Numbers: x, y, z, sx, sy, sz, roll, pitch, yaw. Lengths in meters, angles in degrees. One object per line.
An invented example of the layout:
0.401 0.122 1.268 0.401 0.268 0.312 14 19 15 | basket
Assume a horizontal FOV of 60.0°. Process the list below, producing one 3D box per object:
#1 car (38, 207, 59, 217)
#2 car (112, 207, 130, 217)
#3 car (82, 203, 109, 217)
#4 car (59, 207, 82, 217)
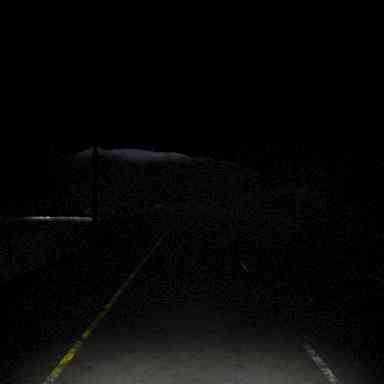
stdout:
-21.037 2.966 49.103 1.994 1.385 4.181 0 -2 1 | car
-10.544 2.952 49.682 1.837 1.490 4.892 0 -3 0 | car
-14.040 2.660 49.641 2.150 2.045 5.566 0 -3 1 | car
-17.540 2.943 49.326 1.812 1.442 4.674 0 -2 0 | car
